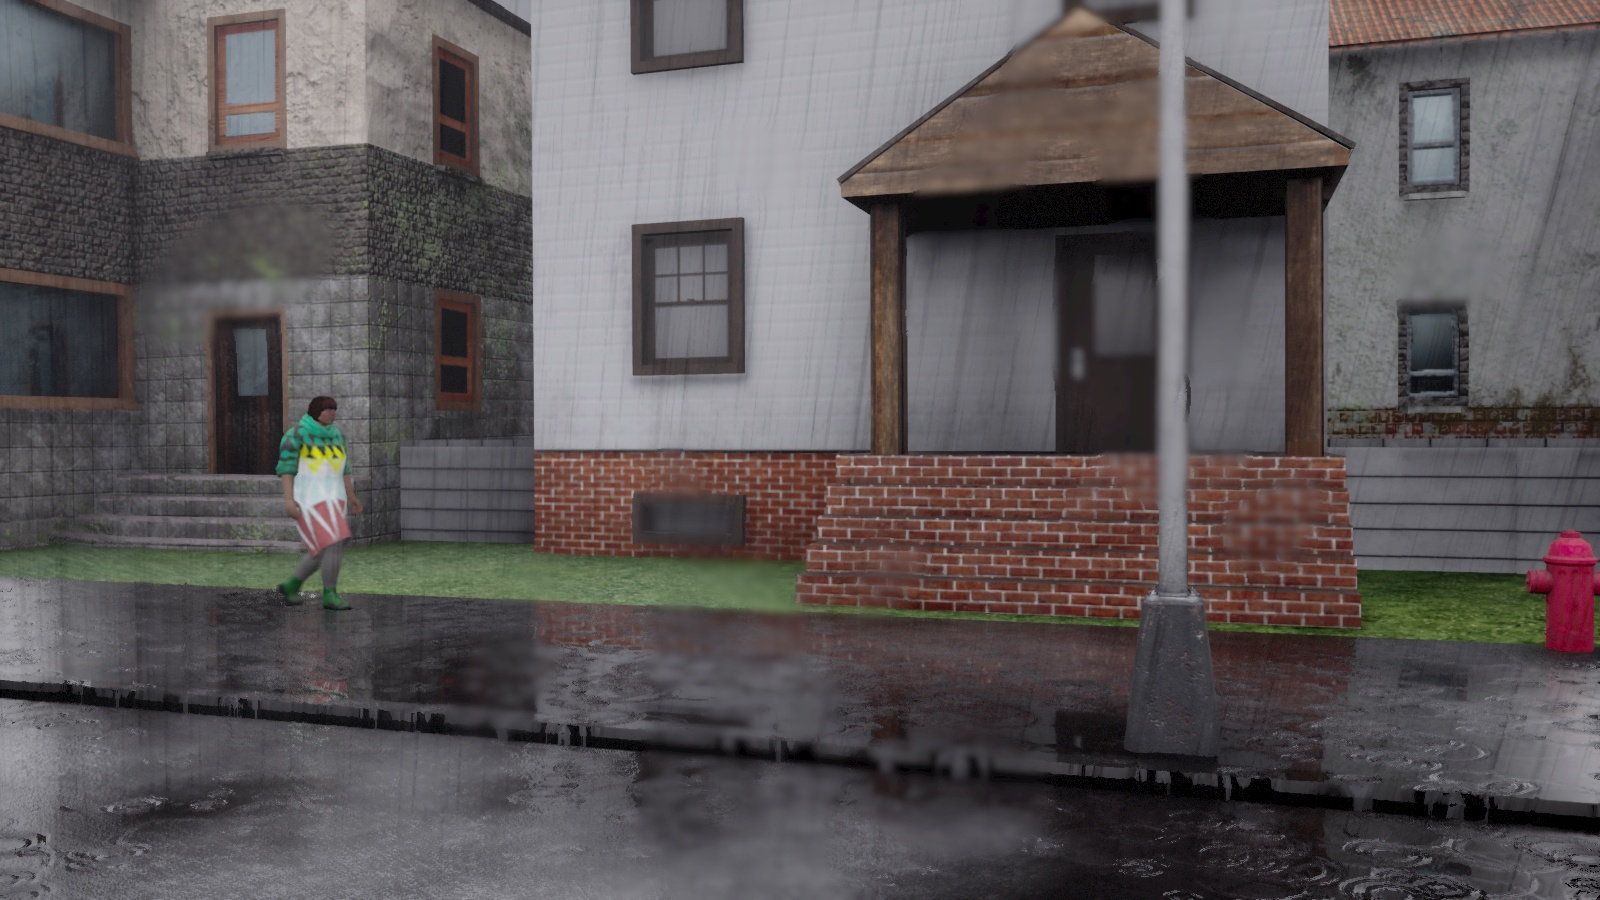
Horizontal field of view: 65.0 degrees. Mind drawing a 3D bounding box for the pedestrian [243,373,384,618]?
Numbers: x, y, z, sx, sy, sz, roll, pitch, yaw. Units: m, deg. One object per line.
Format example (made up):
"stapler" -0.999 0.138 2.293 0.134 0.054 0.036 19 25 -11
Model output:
"pedestrian" -4.040 0.354 10.450 0.873 1.952 0.659 1 1 21
